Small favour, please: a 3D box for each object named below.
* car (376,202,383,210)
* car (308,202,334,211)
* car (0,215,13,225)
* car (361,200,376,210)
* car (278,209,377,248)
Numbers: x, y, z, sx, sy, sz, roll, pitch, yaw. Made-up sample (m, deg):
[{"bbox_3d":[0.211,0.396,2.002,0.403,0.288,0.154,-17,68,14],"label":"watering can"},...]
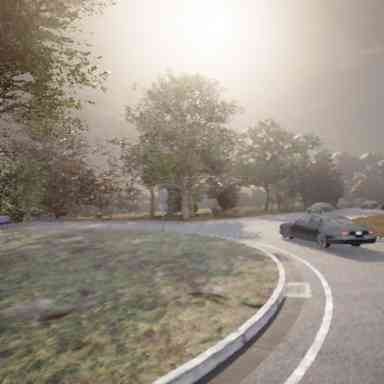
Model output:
[{"bbox_3d":[31.343,2.171,52.473,2.033,1.411,5.357,-2,-1,44],"label":"car"},{"bbox_3d":[16.114,2.096,41.675,1.837,1.490,4.892,-2,-2,43],"label":"car"},{"bbox_3d":[-17.300,2.214,26.463,5.357,1.411,2.033,0,-1,-26],"label":"car"},{"bbox_3d":[30.315,2.217,56.569,1.837,1.490,4.892,-2,-2,44],"label":"car"},{"bbox_3d":[6.201,1.778,15.987,2.033,1.411,5.357,0,-1,-14],"label":"car"}]
